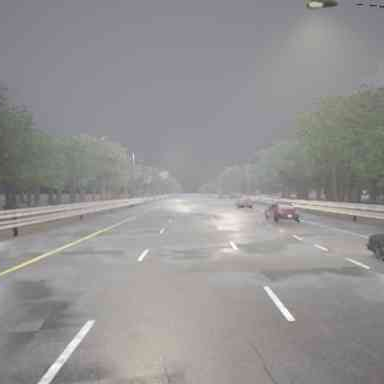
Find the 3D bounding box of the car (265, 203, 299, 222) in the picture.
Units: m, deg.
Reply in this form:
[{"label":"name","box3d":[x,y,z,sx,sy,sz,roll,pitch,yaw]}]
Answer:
[{"label":"car","box3d":[7.020,1.569,26.163,1.812,1.442,4.674,0,0,0]}]

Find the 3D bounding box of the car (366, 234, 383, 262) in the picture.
[{"label":"car","box3d":[7.005,1.561,9.174,2.033,1.411,5.357,0,0,0]}]

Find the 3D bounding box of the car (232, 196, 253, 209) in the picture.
[{"label":"car","box3d":[7.040,1.661,45.885,1.895,1.301,4.718,0,0,0]}]
